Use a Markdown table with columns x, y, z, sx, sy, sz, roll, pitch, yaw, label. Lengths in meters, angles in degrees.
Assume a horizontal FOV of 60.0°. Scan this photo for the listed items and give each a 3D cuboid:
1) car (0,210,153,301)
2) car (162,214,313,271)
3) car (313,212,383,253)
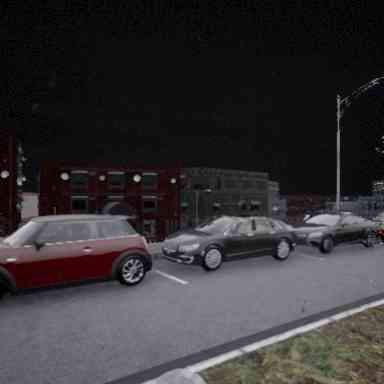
| x | y | z | sx | sy | sz | roll | pitch | yaw | label |
| --- | --- | --- | --- | --- | --- | --- | --- | --- | --- |
| -3.290 | 1.343 | 7.808 | 4.553 | 1.767 | 2.185 | 0 | 0 | -34 | car |
| 1.371 | 1.493 | 10.976 | 4.892 | 1.521 | 2.231 | 1 | 0 | -33 | car |
| 5.922 | 1.573 | 13.922 | 4.674 | 1.452 | 2.002 | 1 | 0 | -32 | car |
